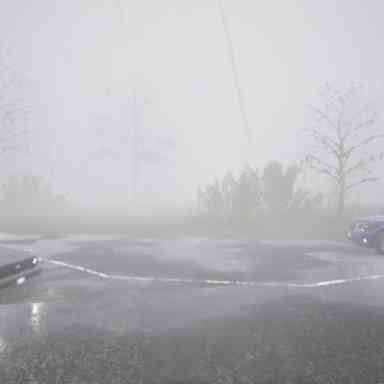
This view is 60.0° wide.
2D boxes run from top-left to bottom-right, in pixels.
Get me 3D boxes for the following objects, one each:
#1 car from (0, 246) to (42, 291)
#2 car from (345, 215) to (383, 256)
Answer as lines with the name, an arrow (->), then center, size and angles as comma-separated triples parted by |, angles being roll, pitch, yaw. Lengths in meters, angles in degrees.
car -> -6.437, 1.580, 7.847 | 5.357, 1.411, 2.033 | 0, 0, 9
car -> 8.821, 1.302, 12.391 | 5.566, 2.045, 2.150 | 0, 0, 9
